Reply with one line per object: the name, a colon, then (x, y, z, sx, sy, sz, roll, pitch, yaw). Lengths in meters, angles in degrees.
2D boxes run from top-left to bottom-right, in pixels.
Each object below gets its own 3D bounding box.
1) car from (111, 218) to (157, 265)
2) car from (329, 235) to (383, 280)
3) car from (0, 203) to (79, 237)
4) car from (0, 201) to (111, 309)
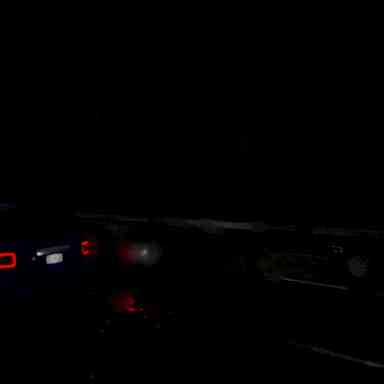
car: (-3.195, 1.531, 10.569, 4.674, 1.442, 1.812, 0, 0, 35)
car: (6.089, 1.478, 8.248, 5.008, 1.535, 1.882, 0, 0, 35)
car: (-8.726, 1.489, 18.813, 5.008, 1.535, 1.882, 0, 0, 35)
car: (-4.524, 1.227, 7.219, 5.566, 2.045, 2.150, 0, 0, 35)
